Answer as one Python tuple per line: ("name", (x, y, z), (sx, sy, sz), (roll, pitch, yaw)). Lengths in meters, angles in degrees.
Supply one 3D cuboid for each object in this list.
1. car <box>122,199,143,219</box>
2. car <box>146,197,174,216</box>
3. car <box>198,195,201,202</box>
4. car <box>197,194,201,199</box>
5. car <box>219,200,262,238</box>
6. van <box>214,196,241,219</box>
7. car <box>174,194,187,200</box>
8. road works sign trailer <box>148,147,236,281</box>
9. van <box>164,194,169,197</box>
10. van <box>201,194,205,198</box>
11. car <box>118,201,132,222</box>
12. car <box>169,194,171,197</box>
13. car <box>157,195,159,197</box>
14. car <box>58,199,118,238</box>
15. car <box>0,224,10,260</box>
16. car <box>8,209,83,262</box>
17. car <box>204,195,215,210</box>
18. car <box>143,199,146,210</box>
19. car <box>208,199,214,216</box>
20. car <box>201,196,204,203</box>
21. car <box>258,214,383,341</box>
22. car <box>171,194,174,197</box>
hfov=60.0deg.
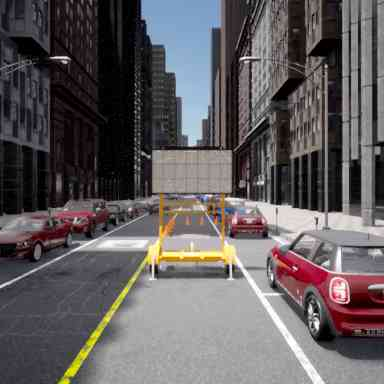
("car", (-5.799, 1.442, 29.032), (1.967, 1.590, 4.097), (0, 0, 0))
("car", (-3.143, 1.507, 33.195), (1.837, 1.490, 4.892), (0, 0, 0))
("car", (2.680, 1.572, 62.873), (1.947, 1.339, 4.313), (0, 0, 0))
("car", (2.665, 1.553, 74.146), (1.887, 1.381, 4.507), (0, 0, 0))
("car", (2.740, 1.441, 17.779), (1.967, 1.590, 4.097), (0, 0, 0))
("van", (2.733, 1.343, 23.416), (1.690, 1.788, 3.998), (0, 0, 0))
("car", (-3.120, 1.581, 89.842), (1.994, 1.385, 4.181), (0, 0, 0))
("road works sign trailer", (0.001, 0.465, 9.865), (2.380, 3.560, 2.880), (0, 0, 0))
("van", (-5.844, 1.347, 62.849), (1.690, 1.788, 3.998), (0, 0, 0))
("van", (2.696, 1.346, 51.600), (1.690, 1.788, 3.998), (0, 0, 0))
("car", (-5.792, 1.568, 23.395), (1.947, 1.339, 4.313), (0, 0, 0))
("car", (-5.852, 1.532, 68.315), (1.752, 1.417, 4.829), (0, 0, 0))
("car", (-5.822, 1.529, 45.770), (1.752, 1.417, 4.829), (0, 0, 0))
("car", (-5.784, 1.316, 17.758), (2.192, 1.841, 5.009), (0, 0, 0))
("car", (-5.770, 1.566, 6.486), (1.947, 1.339, 4.313), (0, 0, 0))
("car", (-5.777, 1.545, 12.122), (1.887, 1.381, 4.507), (0, 0, 0))
("car", (2.719, 1.318, 34.690), (2.192, 1.841, 5.009), (0, 0, 0))
("car", (-5.815, 1.554, 40.304), (2.008, 1.369, 4.403), (0, 0, 0))
("car", (2.725, 1.547, 29.052), (1.887, 1.381, 4.507), (0, 0, 0))
("car", (2.703, 1.570, 45.963), (1.947, 1.339, 4.313), (0, 0, 0))
("car", (2.755, 1.441, 6.505), (1.967, 1.590, 4.097), (0, 0, 0))
("car", (-5.882, 1.332, 91.031), (2.192, 1.841, 5.009), (0, 0, 0))
